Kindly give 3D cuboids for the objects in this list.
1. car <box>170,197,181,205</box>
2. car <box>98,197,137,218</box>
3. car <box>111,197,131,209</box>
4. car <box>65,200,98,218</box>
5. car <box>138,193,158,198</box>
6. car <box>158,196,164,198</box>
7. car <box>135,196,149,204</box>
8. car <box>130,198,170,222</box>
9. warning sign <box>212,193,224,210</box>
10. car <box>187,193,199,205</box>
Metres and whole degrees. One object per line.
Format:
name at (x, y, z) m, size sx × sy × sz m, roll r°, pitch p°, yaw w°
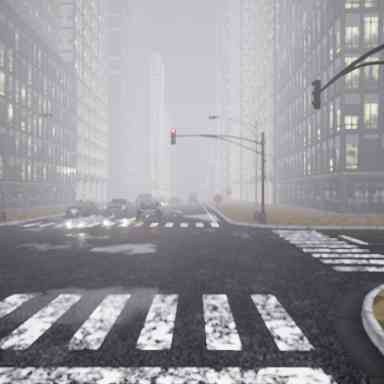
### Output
car at (-3.116, 1.550, 60.541) m, size 1.994 × 1.385 × 4.181 m, roll 0°, pitch 0°, yaw 0°
car at (-6.533, 1.320, 29.937) m, size 2.097 × 1.767 × 4.553 m, roll 0°, pitch 0°, yaw 0°
car at (-9.746, 1.495, 45.946) m, size 1.812 × 1.442 × 4.674 m, roll 0°, pitch 0°, yaw 0°
car at (-9.783, 1.459, 29.996) m, size 2.128 × 1.511 × 4.902 m, roll 0°, pitch 0°, yaw 0°
car at (-6.490, 1.194, 46.288) m, size 2.150 × 2.045 × 5.566 m, roll 0°, pitch 0°, yaw 0°
car at (-6.359, 1.488, 64.495) m, size 2.128 × 1.511 × 4.902 m, roll 0°, pitch 0°, yaw 0°
car at (-9.609, 1.475, 64.486) m, size 1.882 × 1.535 × 5.008 m, roll 0°, pitch 0°, yaw 0°
car at (-3.094, 1.460, 25.555) m, size 2.128 × 1.511 × 4.902 m, roll 0°, pitch 0°, yaw 0°
warning sign at (2.937, 1.082, 37.962) m, size 1.300 × 1.860 × 1.060 m, roll 0°, pitch 0°, yaw 0°
car at (0.134, 1.491, 60.568) m, size 1.837 × 1.490 × 4.892 m, roll 0°, pitch 0°, yaw 0°
